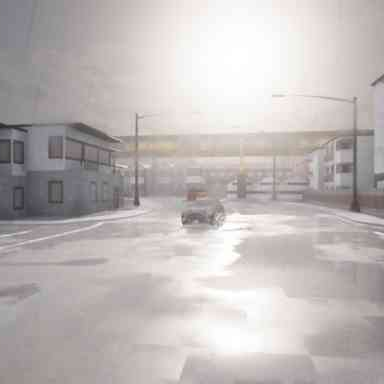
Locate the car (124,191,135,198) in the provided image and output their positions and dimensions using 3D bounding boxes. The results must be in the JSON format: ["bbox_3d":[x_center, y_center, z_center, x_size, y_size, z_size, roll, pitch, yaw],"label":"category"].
[{"bbox_3d":[-13.524,0.514,68.499,4.892,1.490,1.837,-1,0,38],"label":"car"}]

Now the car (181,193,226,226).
[{"bbox_3d":[0.862,1.179,22.144,2.097,1.767,4.553,0,1,17],"label":"car"}]

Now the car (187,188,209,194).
[{"bbox_3d":[0.924,0.453,47.124,2.150,2.045,5.566,1,1,-17],"label":"car"}]
